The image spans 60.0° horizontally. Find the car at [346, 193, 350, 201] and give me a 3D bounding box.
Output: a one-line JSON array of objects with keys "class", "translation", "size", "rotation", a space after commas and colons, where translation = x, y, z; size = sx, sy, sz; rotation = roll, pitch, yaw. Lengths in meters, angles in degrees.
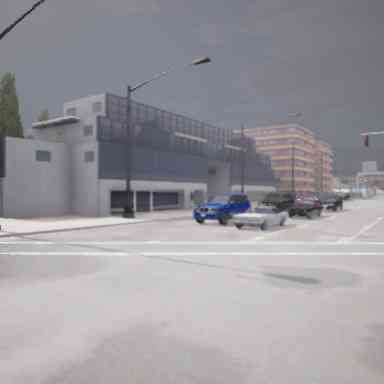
[{"class": "car", "translation": [26.163, 0.833, 57.906], "size": [2.033, 1.411, 5.357], "rotation": [0, 0, 36]}]

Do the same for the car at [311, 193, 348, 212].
[{"class": "car", "translation": [14.879, 1.269, 35.875], "size": [2.128, 1.511, 4.902], "rotation": [0, 1, 35]}]

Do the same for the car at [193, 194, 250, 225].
[{"class": "car", "translation": [2.312, 1.166, 24.057], "size": [2.150, 2.045, 5.566], "rotation": [0, 0, 35]}]

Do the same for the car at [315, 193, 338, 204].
[{"class": "car", "translation": [19.988, 0.973, 49.224], "size": [2.033, 1.411, 5.357], "rotation": [0, 1, 35]}]

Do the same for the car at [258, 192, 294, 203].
[{"class": "car", "translation": [8.256, 1.093, 32.529], "size": [2.150, 2.045, 5.566], "rotation": [0, 1, 36]}]

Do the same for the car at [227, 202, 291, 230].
[{"class": "car", "translation": [4.345, 1.560, 20.858], "size": [1.895, 1.301, 4.718], "rotation": [0, 0, 35]}]

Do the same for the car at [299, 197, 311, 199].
[{"class": "car", "translation": [13.861, 1.292, 40.518], "size": [1.895, 1.301, 4.718], "rotation": [0, 2, 35]}]

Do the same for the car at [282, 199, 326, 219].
[{"class": "car", "translation": [9.606, 1.522, 28.360], "size": [1.895, 1.301, 4.718], "rotation": [0, 1, 35]}]
